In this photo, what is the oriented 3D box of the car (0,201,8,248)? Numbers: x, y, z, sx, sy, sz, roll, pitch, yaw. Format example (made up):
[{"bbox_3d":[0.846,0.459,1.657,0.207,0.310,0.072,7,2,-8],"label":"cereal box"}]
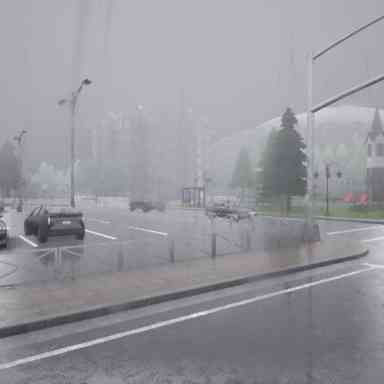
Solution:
[{"bbox_3d":[-8.885,1.331,13.425,2.152,1.636,5.027,0,0,-36],"label":"car"}]

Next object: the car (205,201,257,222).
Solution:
[{"bbox_3d":[3.009,1.493,26.343,2.128,1.511,4.902,0,0,-36],"label":"car"}]

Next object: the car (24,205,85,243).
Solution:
[{"bbox_3d":[-6.374,1.340,15.305,2.007,1.523,4.514,0,0,-36],"label":"car"}]

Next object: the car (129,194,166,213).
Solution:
[{"bbox_3d":[-5.116,1.225,37.367,2.150,2.045,5.566,0,0,-37],"label":"car"}]
